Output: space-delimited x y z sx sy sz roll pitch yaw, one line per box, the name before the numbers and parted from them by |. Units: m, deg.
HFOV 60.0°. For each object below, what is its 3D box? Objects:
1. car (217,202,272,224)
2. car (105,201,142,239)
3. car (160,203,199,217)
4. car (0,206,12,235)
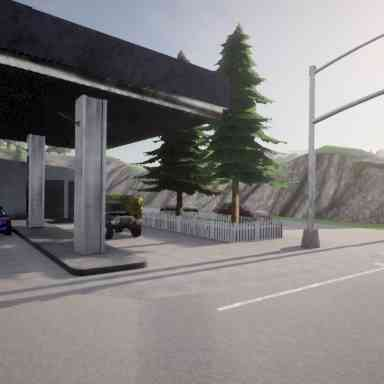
car | 3.940 1.602 25.527 2.097 1.767 4.553 1 0 -35
car | -4.365 1.448 18.327 1.905 1.878 3.866 1 0 -36
car | -1.244 1.790 33.006 1.895 1.301 4.718 1 0 -35
car | -11.494 1.523 18.592 2.242 1.667 4.611 1 0 -36
